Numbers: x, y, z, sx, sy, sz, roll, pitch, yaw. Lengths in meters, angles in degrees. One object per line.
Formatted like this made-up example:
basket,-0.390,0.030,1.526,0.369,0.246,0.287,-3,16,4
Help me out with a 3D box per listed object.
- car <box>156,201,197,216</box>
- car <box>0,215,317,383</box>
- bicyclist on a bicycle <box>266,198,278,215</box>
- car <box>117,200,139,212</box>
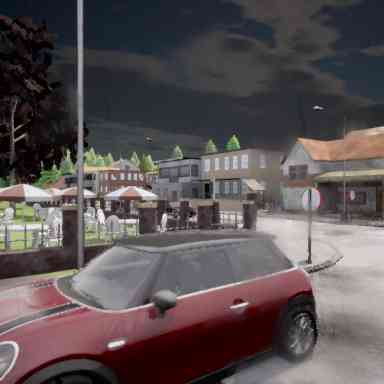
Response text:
car,-1.769,1.547,30.146,2.033,1.411,5.357,0,0,-35
car,-0.472,1.352,4.268,4.553,1.767,2.097,0,0,-35
bicyclist on a bicycle,7.603,1.349,31.457,1.656,1.620,0.582,0,0,-35
car,-7.651,1.352,38.437,2.097,1.767,4.553,0,0,-35
